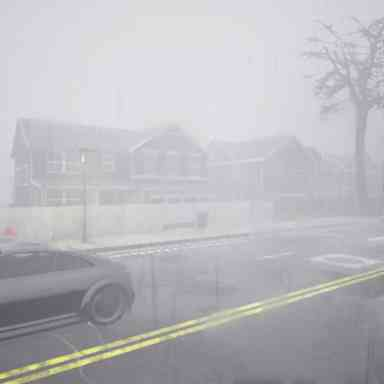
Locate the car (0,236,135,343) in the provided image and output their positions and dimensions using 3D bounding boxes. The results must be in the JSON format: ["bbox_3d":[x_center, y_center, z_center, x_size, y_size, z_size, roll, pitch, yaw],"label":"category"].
[{"bbox_3d":[-3.074,1.563,5.485,4.181,1.385,1.994,0,0,-35],"label":"car"}]

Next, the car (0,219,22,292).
[{"bbox_3d":[-6.473,1.507,7.052,4.892,1.490,1.837,0,0,-35],"label":"car"}]
